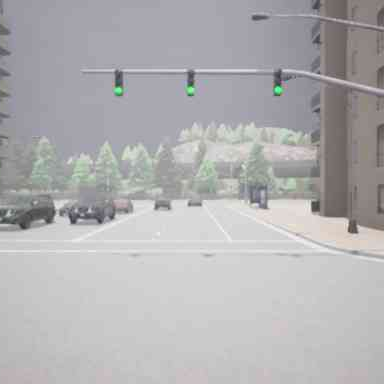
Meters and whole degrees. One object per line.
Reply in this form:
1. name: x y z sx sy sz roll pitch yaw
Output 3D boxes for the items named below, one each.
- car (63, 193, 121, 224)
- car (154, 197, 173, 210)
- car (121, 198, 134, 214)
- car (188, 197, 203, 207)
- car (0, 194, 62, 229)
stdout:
1. car: -7.098 1.126 24.303 2.150 2.045 5.566 0 0 0
2. car: -3.409 1.350 39.565 1.837 1.490 4.892 0 0 0
3. car: -7.085 1.393 33.833 1.812 1.442 4.674 0 0 0
4. car: 0.489 1.375 48.011 1.994 1.385 4.181 0 0 5
5. car: -10.598 1.138 21.091 2.150 2.045 5.566 0 0 0
